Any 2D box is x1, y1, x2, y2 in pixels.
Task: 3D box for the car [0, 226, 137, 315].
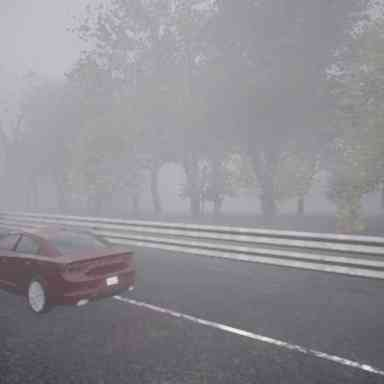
[{"bbox_3d":[-3.489,1.553,7.849,5.008,1.535,1.882,0,-1,37],"label":"car"}]
